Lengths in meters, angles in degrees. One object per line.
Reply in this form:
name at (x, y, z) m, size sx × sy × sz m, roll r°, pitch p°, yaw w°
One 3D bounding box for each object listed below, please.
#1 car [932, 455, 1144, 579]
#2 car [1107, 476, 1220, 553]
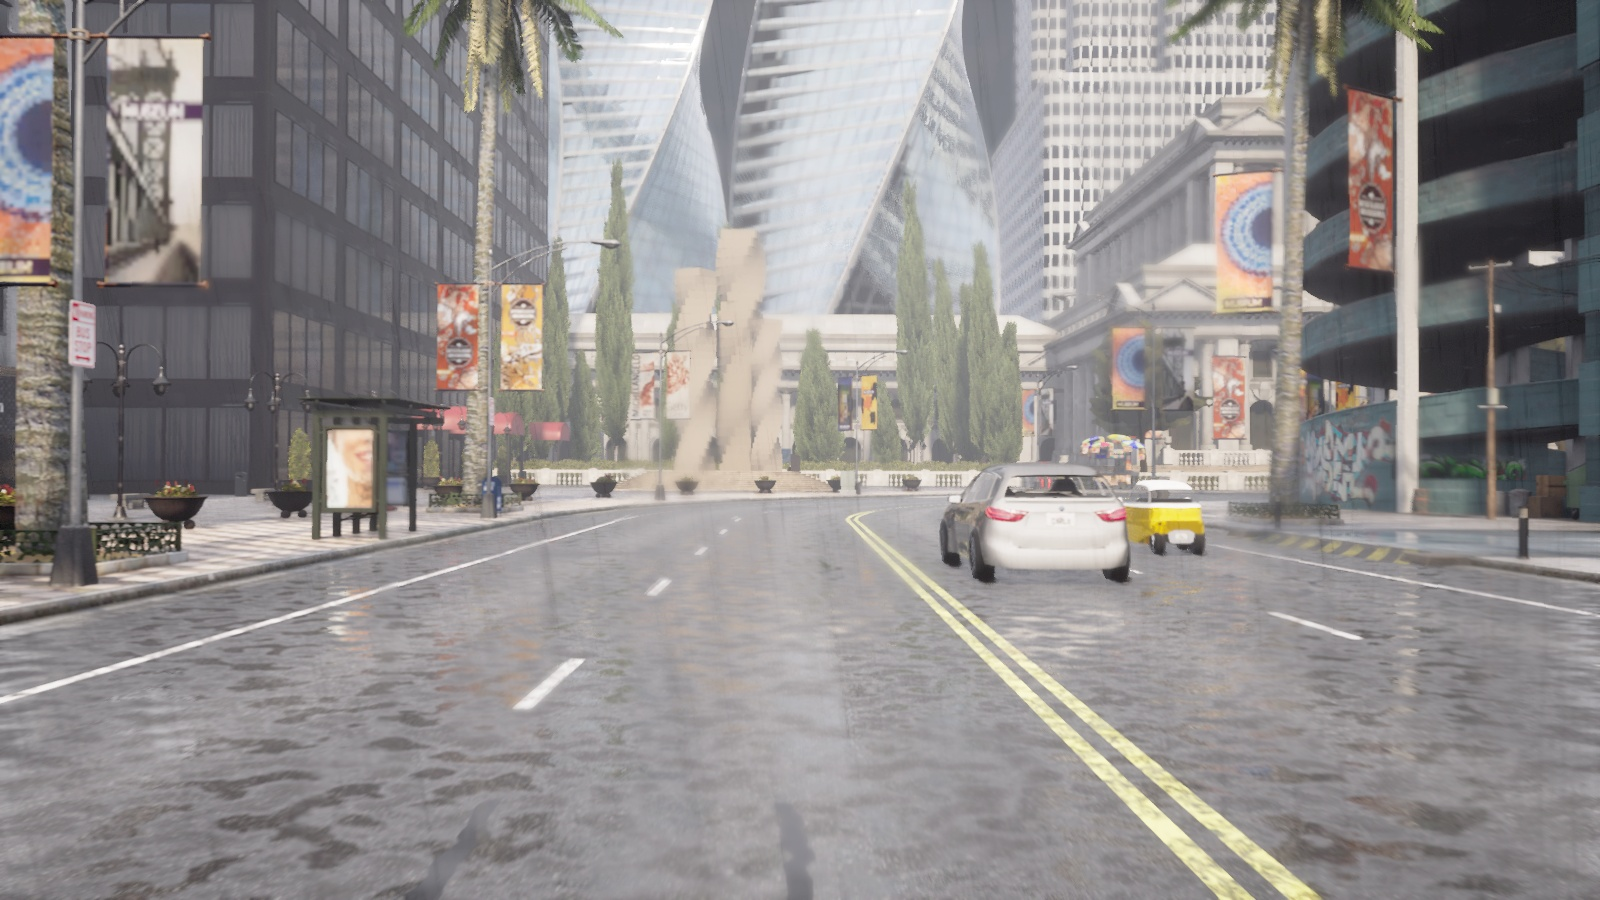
car at (3.481, 0.935, 19.380) m, size 2.242 × 1.667 × 4.611 m, roll 0°, pitch -1°, yaw -2°
car at (6.944, 1.202, 24.147) m, size 1.481 × 1.376 × 2.207 m, roll 0°, pitch -1°, yaw -1°
